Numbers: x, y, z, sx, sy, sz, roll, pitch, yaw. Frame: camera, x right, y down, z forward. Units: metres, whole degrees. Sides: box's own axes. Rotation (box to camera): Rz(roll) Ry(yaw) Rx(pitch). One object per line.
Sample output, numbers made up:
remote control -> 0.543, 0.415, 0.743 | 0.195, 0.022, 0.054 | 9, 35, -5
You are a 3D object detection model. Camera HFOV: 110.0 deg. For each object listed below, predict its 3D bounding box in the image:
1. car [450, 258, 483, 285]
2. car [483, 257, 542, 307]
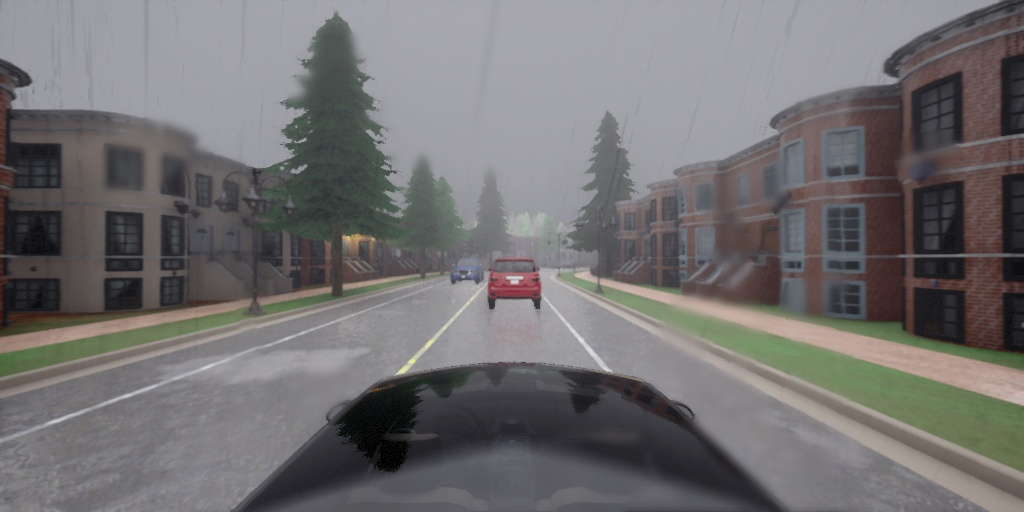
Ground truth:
car -> -3.558, 1.192, 29.266 | 2.150, 2.045, 5.566 | 0, 0, 1
car -> 0.101, 1.088, 16.193 | 2.150, 2.045, 5.566 | 0, 0, 0
